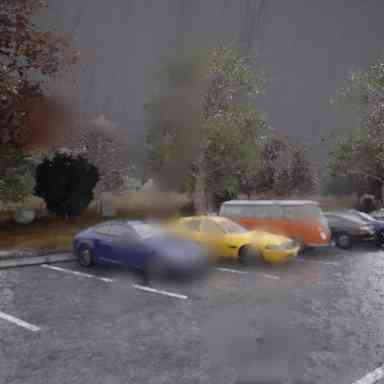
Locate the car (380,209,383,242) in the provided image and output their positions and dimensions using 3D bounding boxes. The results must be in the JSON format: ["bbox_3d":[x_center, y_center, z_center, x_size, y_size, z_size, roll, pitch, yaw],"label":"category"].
[{"bbox_3d":[8.127,1.635,16.714,4.674,1.452,2.002,0,-1,36],"label":"car"}]

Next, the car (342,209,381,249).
[{"bbox_3d":[5.673,1.614,15.067,4.674,1.452,2.002,-1,-1,35],"label":"car"}]

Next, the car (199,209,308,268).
[{"bbox_3d":[0.935,1.527,11.591,5.366,1.575,1.946,-1,-1,35],"label":"car"}]

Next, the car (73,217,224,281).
[{"bbox_3d":[-1.654,1.553,9.997,4.674,1.452,2.002,-1,-1,35],"label":"car"}]

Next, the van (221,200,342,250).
[{"bbox_3d":[3.321,1.325,13.327,4.442,1.987,1.878,-1,-1,35],"label":"van"}]
